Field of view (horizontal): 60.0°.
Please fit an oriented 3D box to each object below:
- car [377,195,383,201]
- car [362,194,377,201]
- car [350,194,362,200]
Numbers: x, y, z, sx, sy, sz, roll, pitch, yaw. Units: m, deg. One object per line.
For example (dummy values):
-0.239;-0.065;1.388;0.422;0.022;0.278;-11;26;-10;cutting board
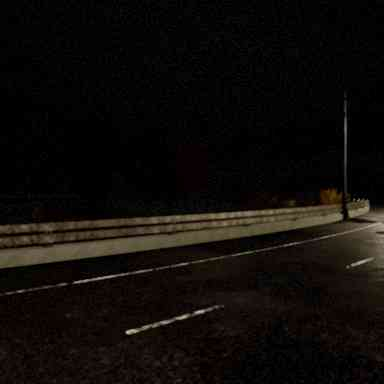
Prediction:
46.672;1.419;81.866;2.033;1.411;5.357;0;0;3;car
43.165;1.224;82.639;2.097;1.767;4.553;0;0;3;car
39.677;1.373;82.947;1.837;1.490;4.892;0;0;3;car
